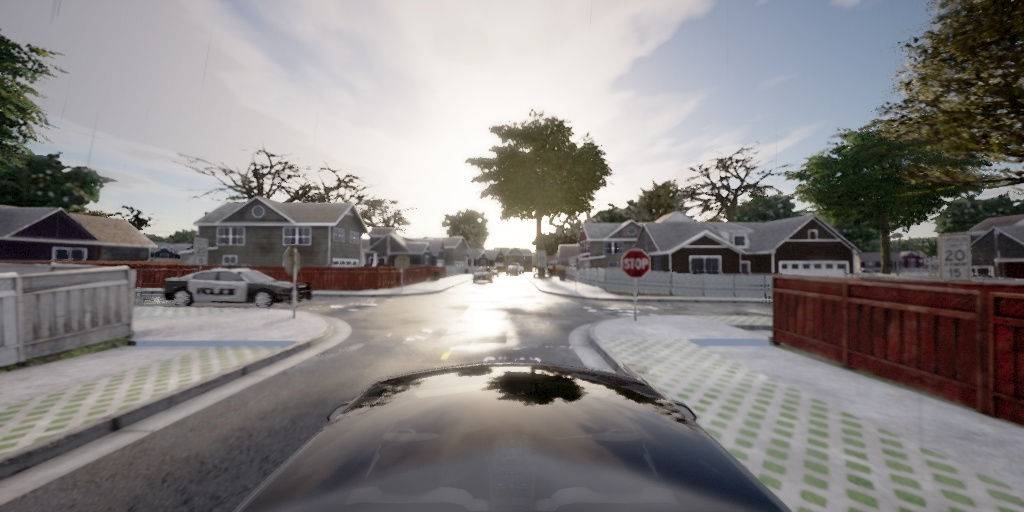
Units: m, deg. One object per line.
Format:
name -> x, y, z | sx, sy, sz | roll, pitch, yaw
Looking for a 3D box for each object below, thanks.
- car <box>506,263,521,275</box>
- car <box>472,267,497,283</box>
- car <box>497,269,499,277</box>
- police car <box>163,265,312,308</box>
car -> 0.029, 2.434, 59.866 | 2.128, 1.511, 4.902 | 0, -1, 1
car -> -2.833, 1.881, 35.782 | 1.837, 1.490, 4.892 | 0, -1, 0
car -> -2.805, 2.286, 51.163 | 2.033, 1.411, 5.357 | 0, -1, 0
police car -> -10.957, 1.204, 14.551 | 5.238, 1.638, 1.930 | 1, -2, -1
